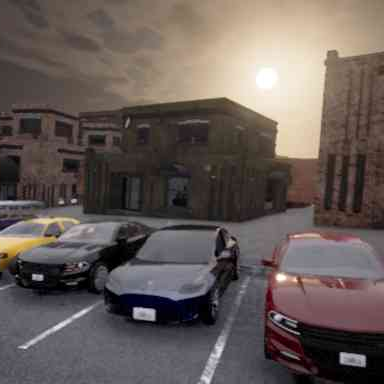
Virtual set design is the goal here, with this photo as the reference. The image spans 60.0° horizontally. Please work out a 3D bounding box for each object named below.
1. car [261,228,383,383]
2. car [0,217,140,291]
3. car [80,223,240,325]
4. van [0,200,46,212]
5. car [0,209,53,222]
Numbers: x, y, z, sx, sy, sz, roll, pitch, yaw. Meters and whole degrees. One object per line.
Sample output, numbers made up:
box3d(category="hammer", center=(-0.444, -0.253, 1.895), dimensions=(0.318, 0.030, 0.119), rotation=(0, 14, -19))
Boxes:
box3d(category="car", center=(2.309, 1.478, 5.812), dimensions=(2.097, 1.535, 5.008), rotation=(0, -1, 15))
box3d(category="car", center=(-2.482, 1.511, 9.209), dimensions=(2.097, 1.535, 5.008), rotation=(0, -1, 15))
box3d(category="car", center=(-0.099, 1.524, 7.477), dimensions=(2.163, 1.488, 4.792), rotation=(0, -1, 15))
box3d(category="van", center=(-7.251, 1.320, 12.710), dimensions=(1.878, 1.987, 4.442), rotation=(0, -1, 15))
box3d(category="car", center=(-4.932, 1.522, 10.719), dimensions=(1.946, 1.575, 5.366), rotation=(0, -1, 15))
